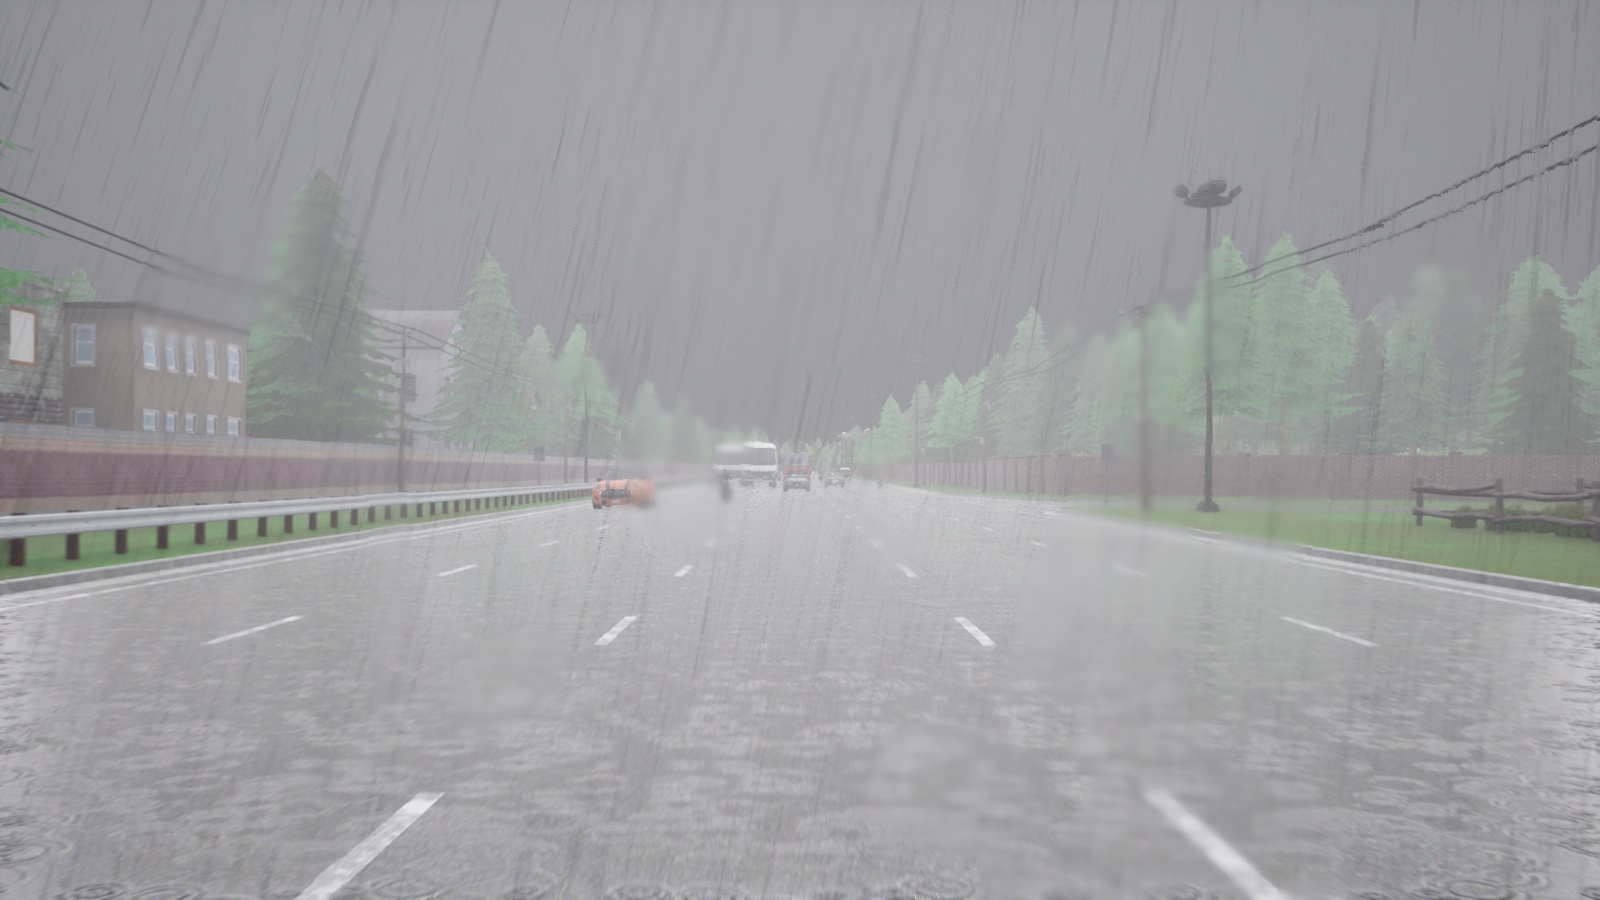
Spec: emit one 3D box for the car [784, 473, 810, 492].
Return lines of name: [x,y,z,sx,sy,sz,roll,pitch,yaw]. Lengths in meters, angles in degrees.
car: [-0.238,2.492,96.475,1.994,1.385,4.181,0,-1,0]

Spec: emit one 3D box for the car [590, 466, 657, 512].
car: [-7.127,1.557,51.156,2.097,1.767,4.553,0,-1,0]

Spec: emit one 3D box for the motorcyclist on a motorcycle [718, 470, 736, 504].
motorcyclist on a motorcycle: [-3.656,1.831,62.919,0.766,1.649,2.350,0,-1,0]
